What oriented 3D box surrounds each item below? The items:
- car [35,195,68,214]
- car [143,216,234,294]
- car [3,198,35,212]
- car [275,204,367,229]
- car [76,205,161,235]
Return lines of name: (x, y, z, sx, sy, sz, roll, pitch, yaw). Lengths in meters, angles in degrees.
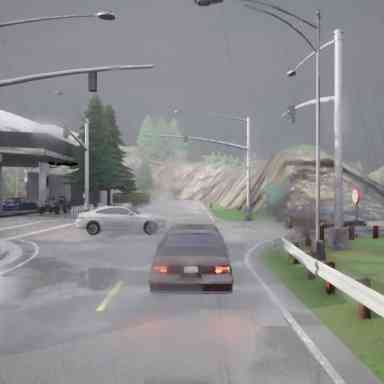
car: (-14.595, 1.313, 35.248, 1.905, 1.878, 3.866, 0, 0, -1)
car: (0.033, 1.547, 8.932, 2.033, 1.411, 5.357, 0, 0, 1)
car: (-20.310, 1.480, 39.515, 2.242, 1.667, 4.611, 0, 0, -1)
car: (6.561, 1.358, 17.607, 2.033, 1.411, 5.357, 0, 0, -19)
car: (-3.644, 1.415, 17.416, 4.674, 1.442, 1.812, 0, 0, -1)
